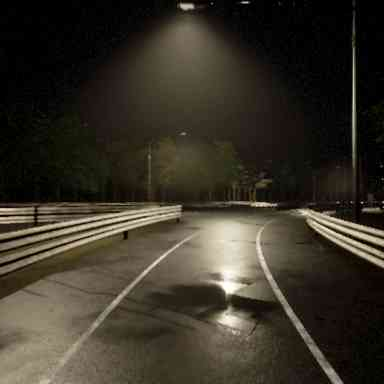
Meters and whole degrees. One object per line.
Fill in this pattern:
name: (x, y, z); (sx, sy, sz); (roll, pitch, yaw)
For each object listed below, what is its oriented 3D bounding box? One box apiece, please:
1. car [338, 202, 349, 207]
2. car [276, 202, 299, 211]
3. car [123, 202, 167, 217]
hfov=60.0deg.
car: (34.551, 2.915, 75.164); (1.882, 1.535, 5.008); (-1, -2, 43)
car: (15.832, 2.432, 55.055); (2.033, 1.411, 5.357); (-1, -2, 43)
car: (-4.599, 1.786, 33.107); (2.128, 1.511, 4.902); (-1, -2, 43)
